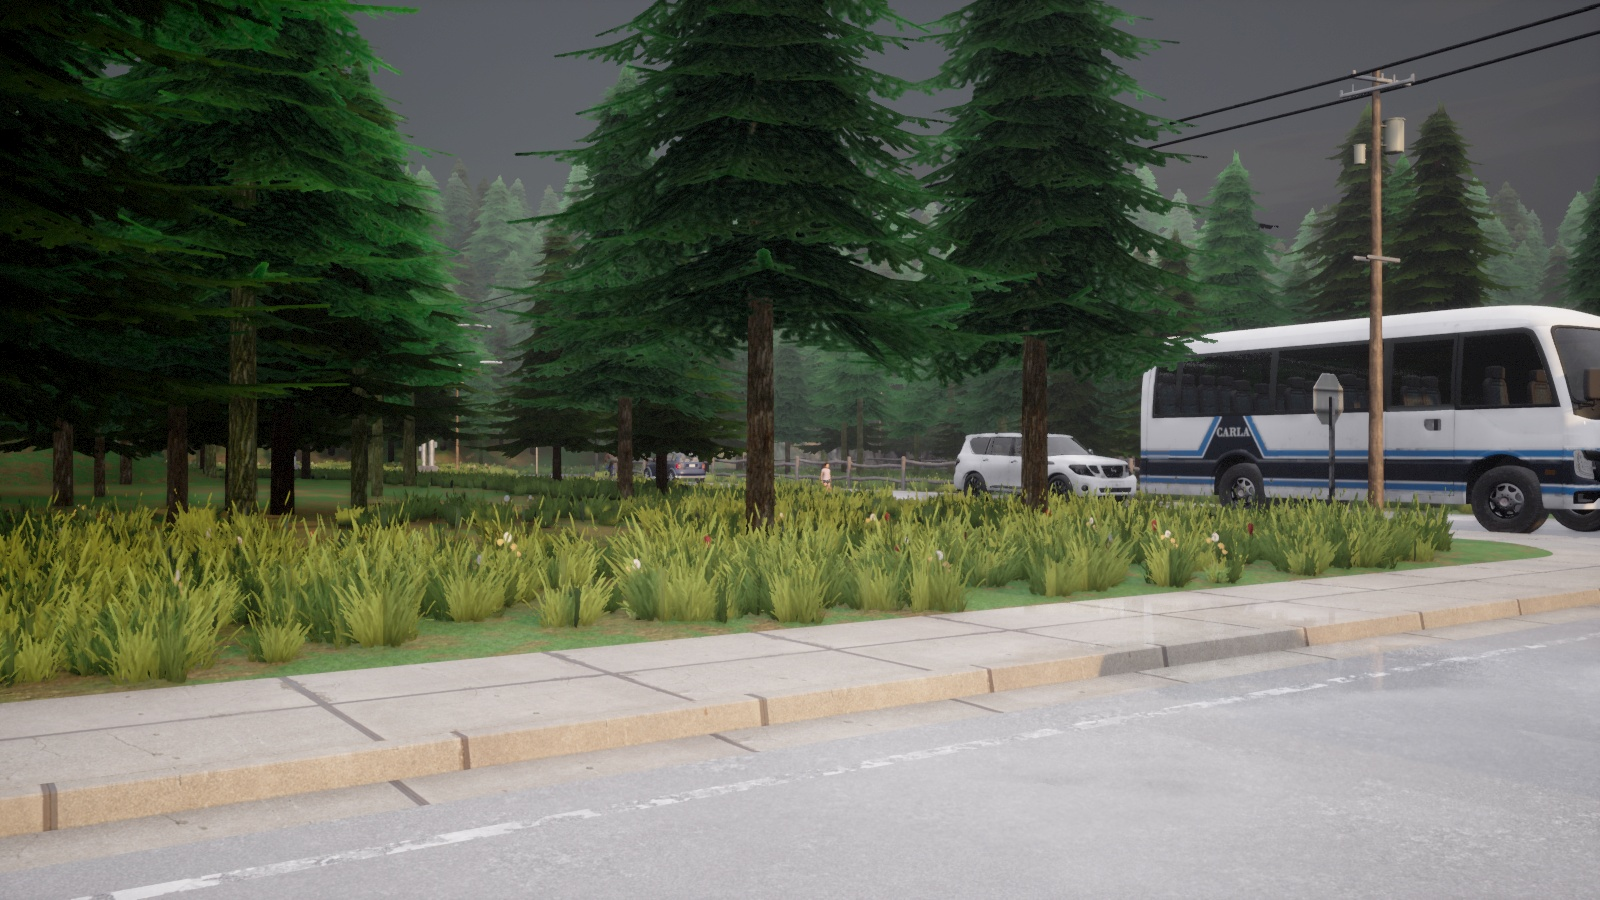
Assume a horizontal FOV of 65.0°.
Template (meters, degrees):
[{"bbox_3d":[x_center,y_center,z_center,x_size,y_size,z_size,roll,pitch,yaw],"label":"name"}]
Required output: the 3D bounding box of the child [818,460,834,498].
[{"bbox_3d":[0.751,0.837,36.409,0.255,1.110,0.394,0,0,-38],"label":"child"}]

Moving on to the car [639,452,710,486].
[{"bbox_3d":[-5.964,0.855,59.444,1.789,1.549,3.705,0,0,-34],"label":"car"}]

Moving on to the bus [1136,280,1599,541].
[{"bbox_3d":[12.126,-0.630,25.570,3.944,4.253,10.273,0,0,-32],"label":"bus"}]

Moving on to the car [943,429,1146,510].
[{"bbox_3d":[6.549,0.500,34.367,2.150,2.045,5.566,0,0,-33],"label":"car"}]
